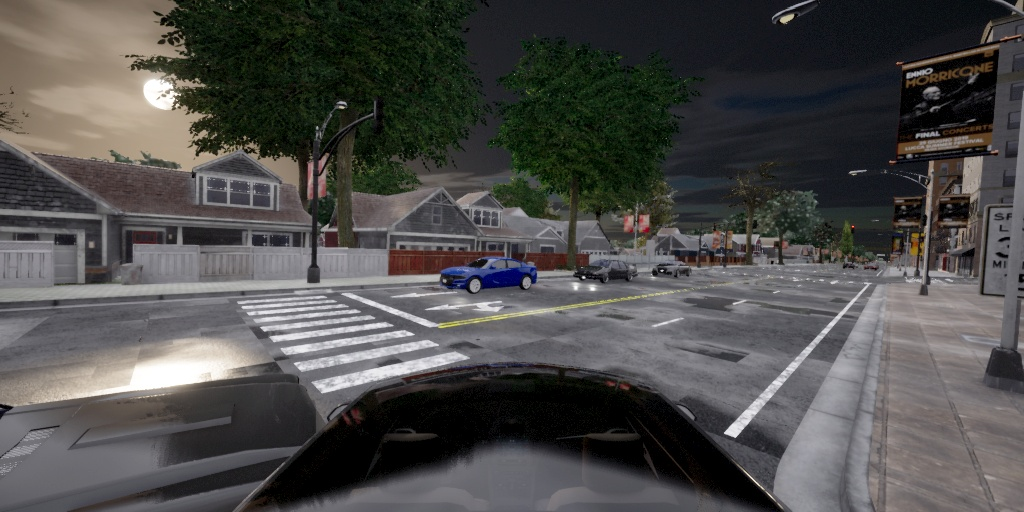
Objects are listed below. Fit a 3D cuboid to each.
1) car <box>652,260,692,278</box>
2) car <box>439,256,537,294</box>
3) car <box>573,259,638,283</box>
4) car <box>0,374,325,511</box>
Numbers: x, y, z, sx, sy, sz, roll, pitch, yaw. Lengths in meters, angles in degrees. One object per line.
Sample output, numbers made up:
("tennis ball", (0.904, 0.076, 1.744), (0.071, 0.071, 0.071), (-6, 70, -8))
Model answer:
("car", (13.536, 1.026, 30.271), (4.181, 1.385, 1.994), (1, 2, -44))
("car", (-0.966, 0.780, 16.575), (5.008, 1.535, 1.882), (1, 2, -43))
("car", (6.269, 0.928, 23.422), (5.357, 1.411, 2.033), (1, 2, -43))
("car", (-3.317, 1.274, 1.413), (4.718, 1.301, 1.895), (1, 2, -33))
